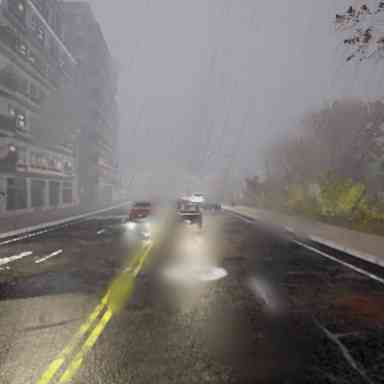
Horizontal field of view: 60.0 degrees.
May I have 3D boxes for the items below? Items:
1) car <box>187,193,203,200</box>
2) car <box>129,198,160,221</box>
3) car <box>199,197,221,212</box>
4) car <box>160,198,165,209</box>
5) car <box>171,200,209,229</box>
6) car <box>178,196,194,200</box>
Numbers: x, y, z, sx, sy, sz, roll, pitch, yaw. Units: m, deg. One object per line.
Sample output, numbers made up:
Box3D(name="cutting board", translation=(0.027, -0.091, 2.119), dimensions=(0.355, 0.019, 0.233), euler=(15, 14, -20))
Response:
Box3D(name="car", translation=(0.780, 1.187, 58.257), dimensions=(2.150, 2.045, 5.566), euler=(0, 0, -5))
Box3D(name="car", translation=(-3.958, 1.470, 27.287), dimensions=(1.882, 1.535, 5.008), euler=(0, 0, -2))
Box3D(name="car", translation=(2.178, 1.580, 38.696), dimensions=(1.895, 1.301, 4.718), euler=(0, 0, -3))
Box3D(name="car", translation=(-4.837, 1.541, 45.522), dimensions=(1.837, 1.490, 4.892), euler=(0, 0, -4))
Box3D(name="car", translation=(-0.300, 1.484, 21.551), dimensions=(2.128, 1.511, 4.902), euler=(0, 0, -2))
Box3D(name="car", translation=(-1.131, 1.545, 39.601), dimensions=(1.994, 1.385, 4.181), euler=(0, 0, -3))
